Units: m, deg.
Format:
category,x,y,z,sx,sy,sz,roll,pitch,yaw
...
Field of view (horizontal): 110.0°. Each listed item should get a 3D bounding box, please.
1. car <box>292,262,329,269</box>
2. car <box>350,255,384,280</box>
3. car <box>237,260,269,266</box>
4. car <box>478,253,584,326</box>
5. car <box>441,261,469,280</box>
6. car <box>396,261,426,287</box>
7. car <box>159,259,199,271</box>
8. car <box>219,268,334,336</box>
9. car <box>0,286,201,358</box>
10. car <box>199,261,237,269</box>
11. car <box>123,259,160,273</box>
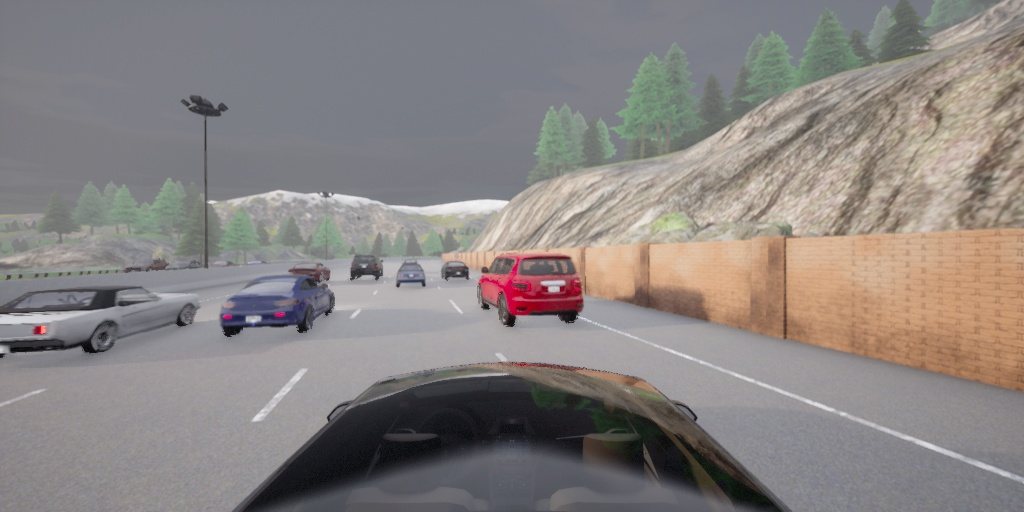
category,x,y,z,sx,sy,sz,roll,pitch,yaw
car,-14.639,1.188,26.118,1.882,1.535,5.008,0,0,-16
car,-12.186,0.914,30.286,2.150,2.045,5.566,0,0,-16
car,-30.383,1.259,42.726,1.812,1.442,4.674,0,0,-16
car,0.341,0.941,11.810,2.150,2.045,5.566,0,0,-16
car,-4.797,1.156,29.891,1.882,1.535,5.008,0,0,-16
car,-6.829,1.247,24.243,2.033,1.411,5.357,0,0,-16
car,-37.116,1.280,40.811,1.837,1.490,4.892,0,0,-16
car,-6.534,1.264,10.392,1.812,1.442,4.674,0,0,-16
car,-9.611,1.352,8.423,1.895,1.301,4.718,0,0,-16
car,-33.750,1.269,41.768,1.812,1.442,4.674,0,0,-16
car,-40.492,1.088,39.882,2.097,1.767,4.553,0,0,-16
